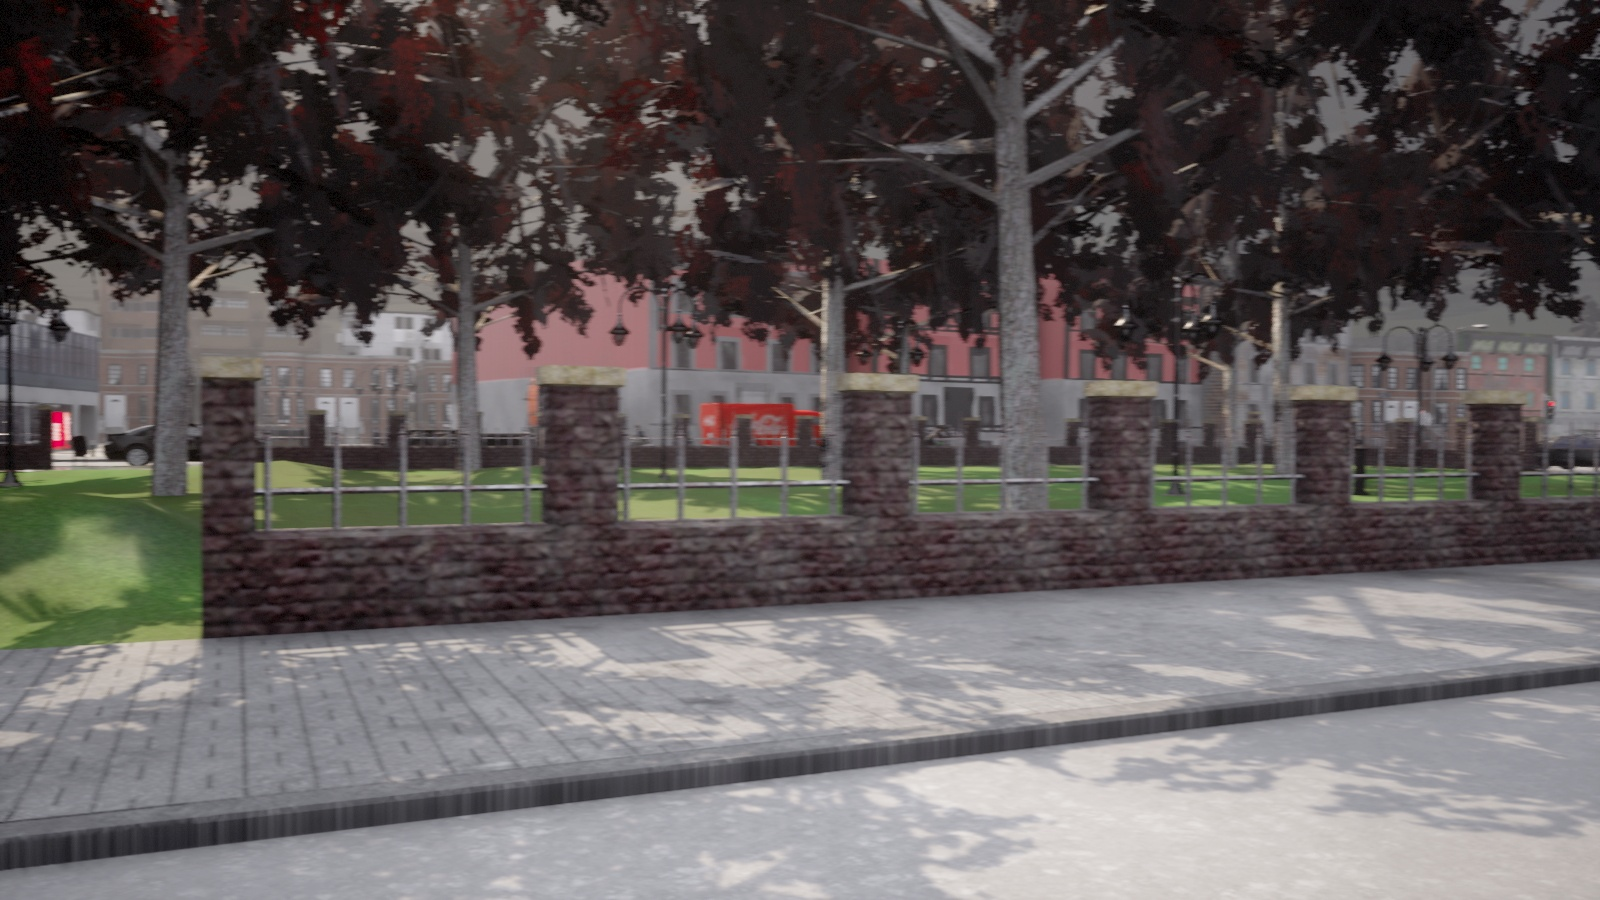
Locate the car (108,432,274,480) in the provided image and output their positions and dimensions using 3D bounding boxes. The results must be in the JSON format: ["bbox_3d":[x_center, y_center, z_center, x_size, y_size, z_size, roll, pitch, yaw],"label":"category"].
[{"bbox_3d":[-20.910,0.173,43.321,5.008,1.535,1.882,-1,1,-24],"label":"car"}]

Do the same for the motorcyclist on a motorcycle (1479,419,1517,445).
[{"bbox_3d":[42.054,-1.075,75.700,2.191,1.530,0.866,-1,1,-24],"label":"motorcyclist on a motorcycle"}]

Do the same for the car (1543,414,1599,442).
[{"bbox_3d":[49.298,-1.407,78.919,4.611,1.667,2.242,-1,1,-24],"label":"car"}]

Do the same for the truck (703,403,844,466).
[{"bbox_3d":[-1.109,-0.677,52.121,5.204,2.467,2.627,-1,1,-24],"label":"truck"}]

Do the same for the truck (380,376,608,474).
[{"bbox_3d":[-11.538,-0.969,47.476,7.936,3.462,2.891,-1,1,-24],"label":"truck"}]

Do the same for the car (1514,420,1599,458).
[{"bbox_3d":[30.383,-0.429,47.821,2.033,1.411,5.357,-1,1,-26],"label":"car"}]
